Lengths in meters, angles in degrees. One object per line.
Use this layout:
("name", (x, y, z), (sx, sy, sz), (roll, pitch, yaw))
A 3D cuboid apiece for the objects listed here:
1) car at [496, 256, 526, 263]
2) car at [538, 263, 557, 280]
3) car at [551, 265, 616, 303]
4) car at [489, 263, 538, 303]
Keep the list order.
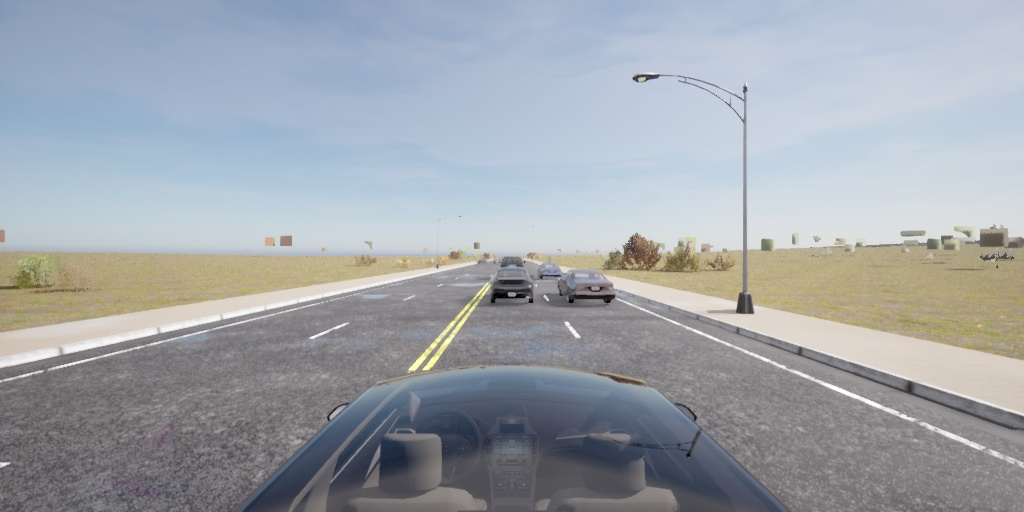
("car", (0.000, 0.996, 31.530), (2.150, 2.045, 5.566), (0, 0, 0))
("car", (3.250, 1.301, 31.501), (2.033, 1.411, 5.357), (0, 0, 0))
("car", (3.250, 1.310, 16.501), (2.033, 1.411, 5.357), (0, 0, 0))
("car", (0.000, 1.264, 16.500), (1.837, 1.490, 4.892), (0, 0, 0))
